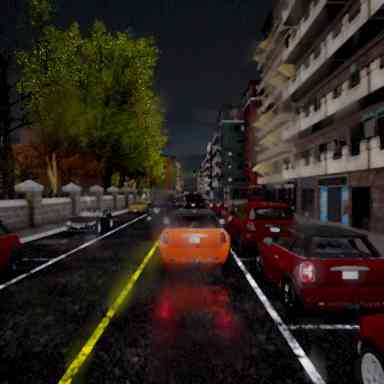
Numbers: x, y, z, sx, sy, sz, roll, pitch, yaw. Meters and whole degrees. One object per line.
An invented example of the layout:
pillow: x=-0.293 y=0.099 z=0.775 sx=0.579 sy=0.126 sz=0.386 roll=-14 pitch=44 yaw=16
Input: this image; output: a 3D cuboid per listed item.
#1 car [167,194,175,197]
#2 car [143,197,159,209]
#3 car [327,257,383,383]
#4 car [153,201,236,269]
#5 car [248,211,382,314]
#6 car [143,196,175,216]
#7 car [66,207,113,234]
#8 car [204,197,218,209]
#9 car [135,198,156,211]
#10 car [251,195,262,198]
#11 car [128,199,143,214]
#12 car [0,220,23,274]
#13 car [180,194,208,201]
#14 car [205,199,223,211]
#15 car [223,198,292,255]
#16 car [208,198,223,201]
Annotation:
car: x=-5.701 y=1.332 z=90.571 sx=2.192 sy=1.841 sz=5.009 roll=0 pitch=0 yaw=0
car: x=-5.695 y=1.515 z=46.834 sx=1.752 sy=1.417 sz=4.829 roll=0 pitch=0 yaw=0
car: x=2.689 y=1.543 z=1.964 sx=1.887 sy=1.381 sz=4.507 roll=0 pitch=0 yaw=0
car: x=0.077 y=1.345 z=11.267 sx=2.097 sy=1.767 sz=4.553 roll=0 pitch=0 yaw=0
car: x=2.689 y=1.436 z=7.593 sx=1.967 sy=1.590 sz=4.097 roll=0 pitch=0 yaw=0
car: x=-3.102 y=1.478 z=31.954 sx=2.128 sy=1.511 sz=4.902 roll=0 pitch=0 yaw=0
car: x=-5.692 y=1.541 z=18.853 sx=2.008 sy=1.369 sz=4.403 roll=0 pitch=0 yaw=0
car: x=2.685 y=1.515 z=47.176 sx=1.752 sy=1.417 sz=4.829 roll=0 pitch=0 yaw=0
car: x=-5.694 y=1.539 z=41.374 sx=2.008 sy=1.369 sz=4.403 roll=0 pitch=0 yaw=0
car: x=14.609 y=1.591 z=74.000 sx=5.009 sy=1.841 sz=2.192 roll=1 pitch=-1 yaw=0
car: x=-5.694 y=1.512 z=35.573 sx=1.752 sy=1.417 sz=4.829 roll=0 pitch=0 yaw=0
car: x=-5.692 y=1.436 z=7.591 sx=1.967 sy=1.590 sz=4.097 roll=0 pitch=0 yaw=0
car: x=0.094 y=1.209 z=31.160 sx=2.150 sy=2.045 sz=5.566 roll=0 pitch=0 yaw=0
car: x=2.686 y=1.554 z=41.375 sx=1.947 sy=1.339 sz=4.313 roll=0 pitch=0 yaw=0
car: x=2.687 y=1.308 z=13.223 sx=2.192 sy=1.841 sz=5.009 roll=0 pitch=0 yaw=0
car: x=2.686 y=1.427 z=35.745 sx=1.967 sy=1.590 sz=4.097 roll=0 pitch=0 yaw=0
